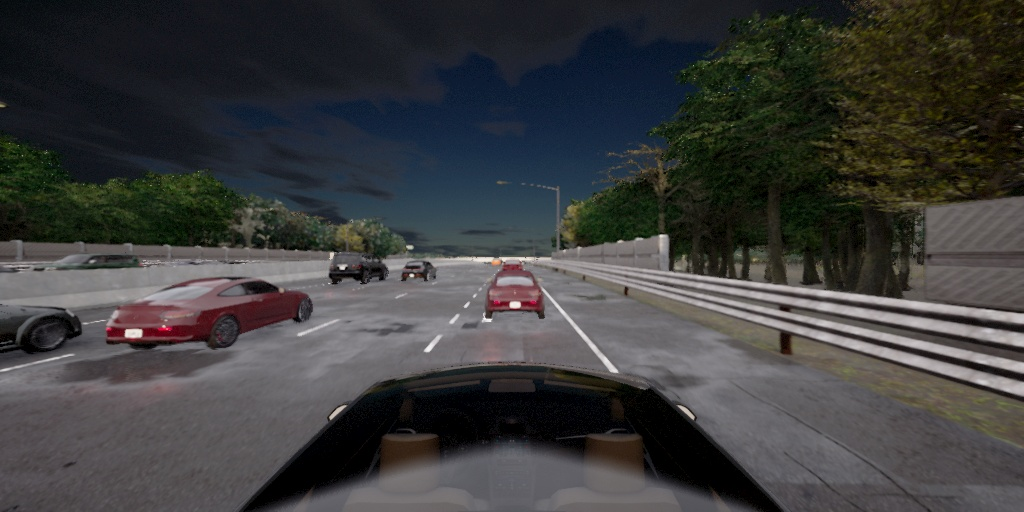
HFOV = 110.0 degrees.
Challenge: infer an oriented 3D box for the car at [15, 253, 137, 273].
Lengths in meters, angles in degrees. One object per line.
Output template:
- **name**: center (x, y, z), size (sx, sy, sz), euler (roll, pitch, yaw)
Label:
- **car**: center (-28.122, 0.830, 23.940), size (2.150, 2.045, 5.566), euler (0, 0, 0)

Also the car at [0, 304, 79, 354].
- **car**: center (-10.403, 1.287, 6.049), size (1.994, 1.385, 4.181), euler (0, 0, 0)

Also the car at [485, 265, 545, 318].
- **car**: center (0.090, 1.198, 12.459), size (1.812, 1.442, 4.674), euler (0, 0, 0)

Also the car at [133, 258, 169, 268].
- **car**: center (-24.622, 1.089, 26.919), size (2.128, 1.511, 4.902), euler (0, 0, 0)

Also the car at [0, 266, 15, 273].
- **car**: center (-31.617, 1.133, 20.191), size (1.837, 1.490, 4.892), euler (0, 0, 0)

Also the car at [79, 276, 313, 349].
- **car**: center (-6.906, 1.227, 8.843), size (1.812, 1.442, 4.674), euler (0, 0, 0)

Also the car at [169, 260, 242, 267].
- **car**: center (-21.123, 1.105, 25.641), size (1.837, 1.490, 4.892), euler (0, 0, 0)

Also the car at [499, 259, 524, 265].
- **car**: center (0.067, 1.057, 32.932), size (1.882, 1.535, 5.008), euler (0, 0, 0)

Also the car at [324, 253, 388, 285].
- **car**: center (-10.424, 0.822, 24.698), size (2.150, 2.045, 5.566), euler (0, 0, 0)

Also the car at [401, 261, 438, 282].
- **car**: center (-6.926, 1.096, 27.203), size (1.837, 1.490, 4.892), euler (0, 0, 0)
